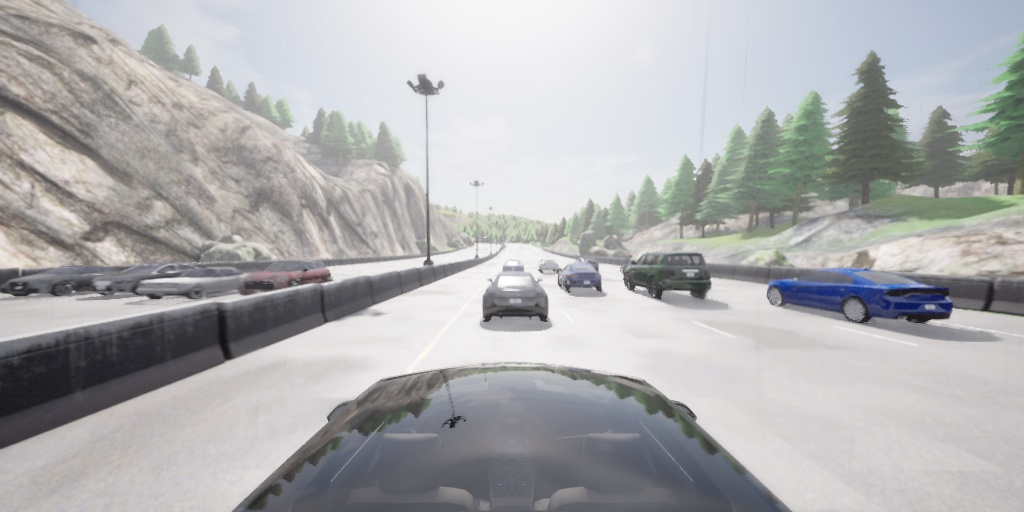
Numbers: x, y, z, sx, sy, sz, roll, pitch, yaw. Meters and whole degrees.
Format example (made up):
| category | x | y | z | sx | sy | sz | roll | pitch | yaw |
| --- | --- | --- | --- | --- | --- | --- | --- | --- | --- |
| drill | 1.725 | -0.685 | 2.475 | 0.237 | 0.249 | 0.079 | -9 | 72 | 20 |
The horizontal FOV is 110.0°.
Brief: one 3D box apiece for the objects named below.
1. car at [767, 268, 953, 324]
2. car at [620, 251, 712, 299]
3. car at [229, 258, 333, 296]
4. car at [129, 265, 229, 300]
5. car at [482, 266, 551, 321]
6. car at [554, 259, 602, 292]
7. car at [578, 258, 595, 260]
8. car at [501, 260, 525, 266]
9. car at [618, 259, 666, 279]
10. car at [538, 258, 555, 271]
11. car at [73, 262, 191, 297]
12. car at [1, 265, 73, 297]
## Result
| category | x | y | z | sx | sy | sz | roll | pitch | yaw |
| --- | --- | --- | --- | --- | --- | --- | --- | --- | --- |
| car | 10.600 | 1.123 | 11.564 | 1.882 | 1.535 | 5.008 | 0 | 0 | 0 |
| car | 7.100 | 0.809 | 16.942 | 2.150 | 2.045 | 5.566 | 0 | 1 | 0 |
| car | -10.599 | 0.936 | 17.188 | 2.097 | 1.767 | 4.553 | 0 | 1 | 0 |
| car | -14.101 | 1.192 | 16.550 | 1.895 | 1.301 | 4.718 | 0 | 1 | 0 |
| car | 0.100 | 1.204 | 11.999 | 1.994 | 1.385 | 4.181 | 0 | 1 | 0 |
| car | 3.600 | 1.086 | 19.489 | 1.812 | 1.442 | 4.674 | 0 | 1 | 0 |
| car | 7.100 | 0.889 | 34.758 | 2.128 | 1.511 | 4.902 | 0 | 1 | 0 |
| car | 0.100 | 1.001 | 29.534 | 2.033 | 1.411 | 5.357 | 0 | 1 | 0 |
| car | 10.600 | 0.999 | 29.700 | 2.033 | 1.411 | 5.357 | 0 | 1 | 0 |
| car | 3.600 | 0.912 | 35.832 | 1.812 | 1.442 | 4.674 | 0 | 1 | 0 |
| car | -17.598 | 1.069 | 17.802 | 2.128 | 1.511 | 4.902 | 0 | 1 | 0 |
| car | -21.098 | 1.147 | 17.323 | 1.994 | 1.385 | 4.181 | 0 | 1 | 0 |
